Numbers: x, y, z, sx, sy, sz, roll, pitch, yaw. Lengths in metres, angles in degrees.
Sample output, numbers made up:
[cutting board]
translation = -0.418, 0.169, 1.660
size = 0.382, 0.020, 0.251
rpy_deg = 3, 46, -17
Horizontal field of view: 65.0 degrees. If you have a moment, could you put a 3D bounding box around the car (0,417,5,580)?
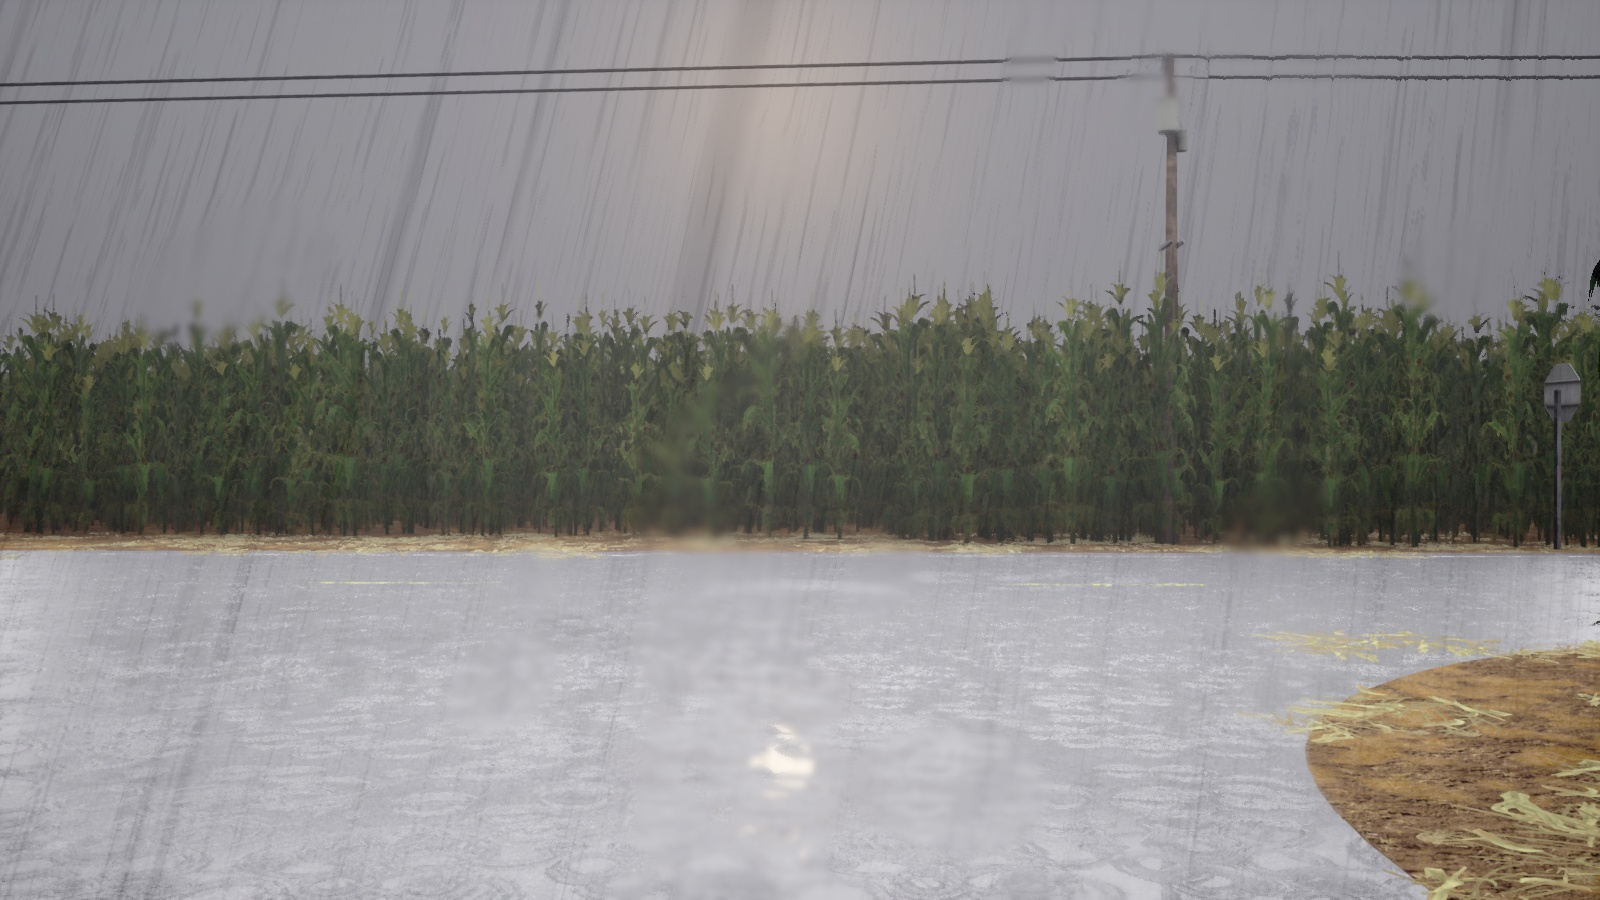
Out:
[car]
translation = -10.544, 0.498, 11.926
size = 4.611, 1.667, 2.242
rpy_deg = 0, 0, 3
